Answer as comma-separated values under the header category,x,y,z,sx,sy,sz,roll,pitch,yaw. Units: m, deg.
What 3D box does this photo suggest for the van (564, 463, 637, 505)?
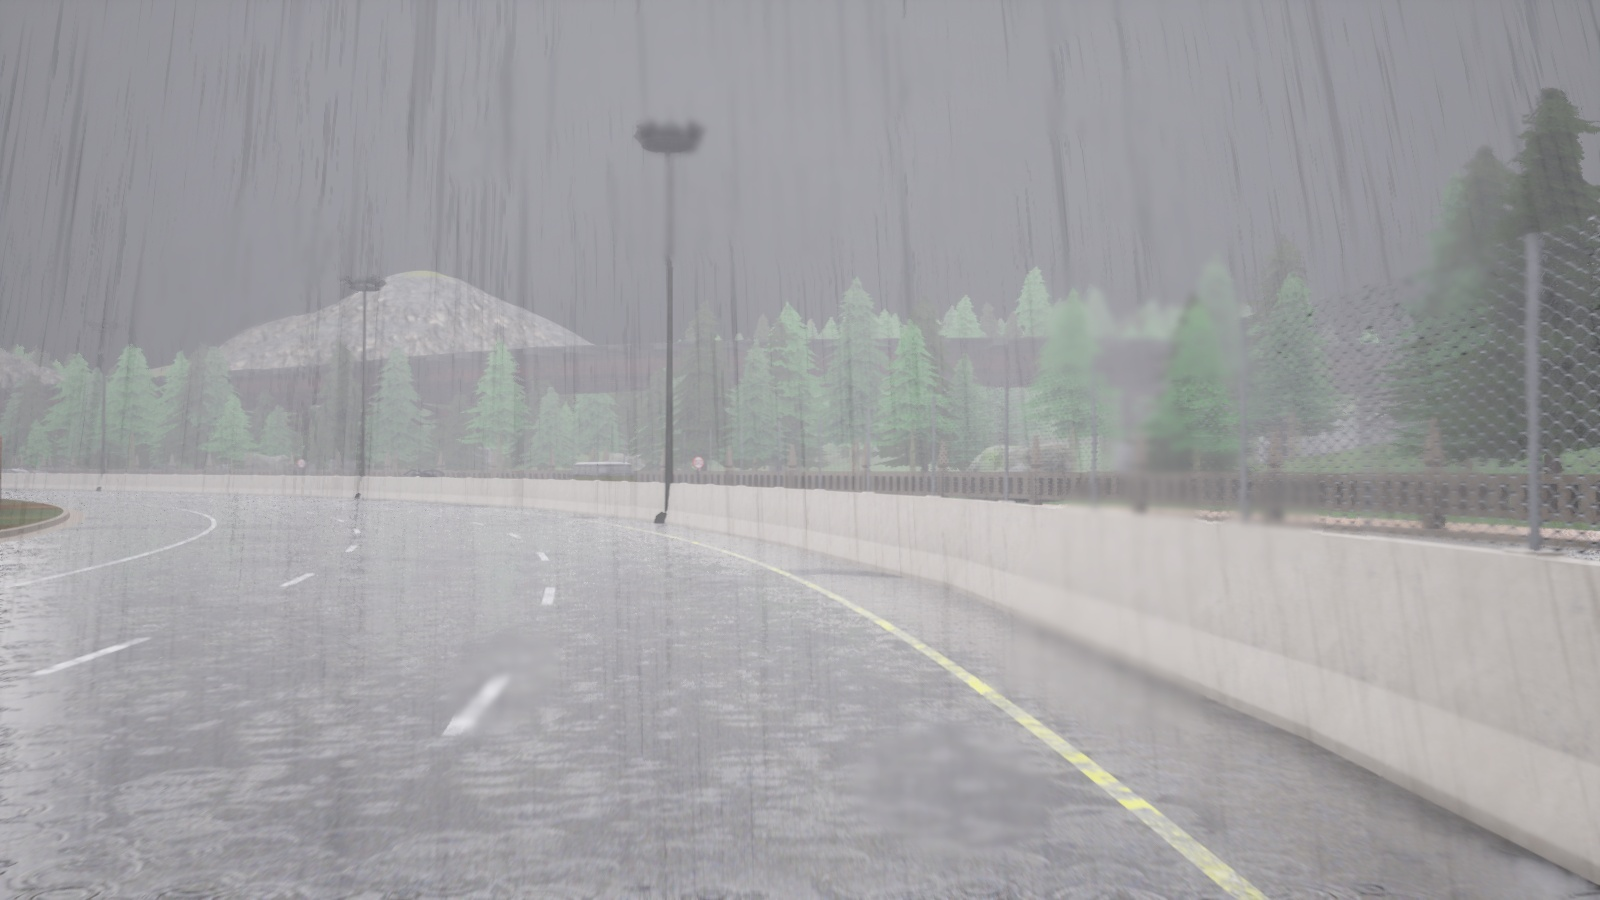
category,x,y,z,sx,sy,sz,roll,pitch,yaw
van,-9.887,1.647,61.986,1.775,1.987,4.442,1,-1,-36

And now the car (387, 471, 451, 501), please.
category,x,y,z,sx,sy,sz,roll,pitch,yaw
car,-21.313,1.980,70.235,1.851,1.617,3.988,1,-1,-43
